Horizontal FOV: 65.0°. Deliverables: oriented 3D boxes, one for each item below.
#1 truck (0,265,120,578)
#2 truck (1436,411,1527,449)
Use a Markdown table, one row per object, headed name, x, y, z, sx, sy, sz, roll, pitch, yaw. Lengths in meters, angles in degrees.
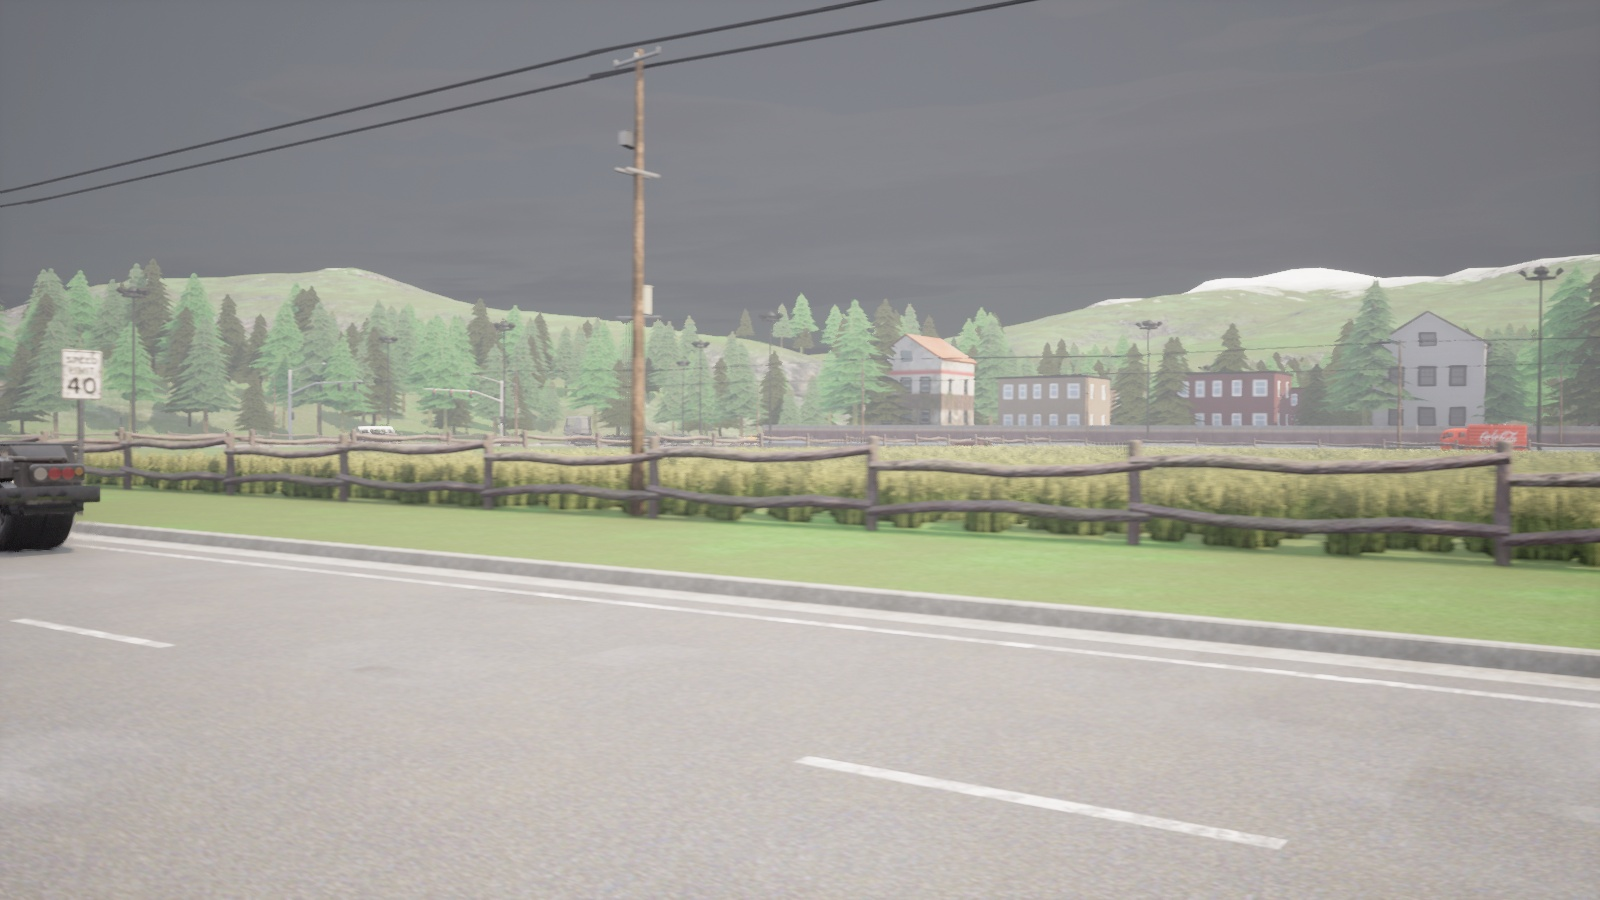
| name | x | y | z | sx | sy | sz | roll | pitch | yaw |
| --- | --- | --- | --- | --- | --- | --- | --- | --- | --- |
| truck | -12.226 | -0.300 | 15.931 | 7.936 | 3.462 | 2.891 | 0 | 1 | 34 |
| truck | 46.000 | -1.304 | 84.770 | 5.204 | 2.467 | 2.627 | 0 | 1 | 34 |
